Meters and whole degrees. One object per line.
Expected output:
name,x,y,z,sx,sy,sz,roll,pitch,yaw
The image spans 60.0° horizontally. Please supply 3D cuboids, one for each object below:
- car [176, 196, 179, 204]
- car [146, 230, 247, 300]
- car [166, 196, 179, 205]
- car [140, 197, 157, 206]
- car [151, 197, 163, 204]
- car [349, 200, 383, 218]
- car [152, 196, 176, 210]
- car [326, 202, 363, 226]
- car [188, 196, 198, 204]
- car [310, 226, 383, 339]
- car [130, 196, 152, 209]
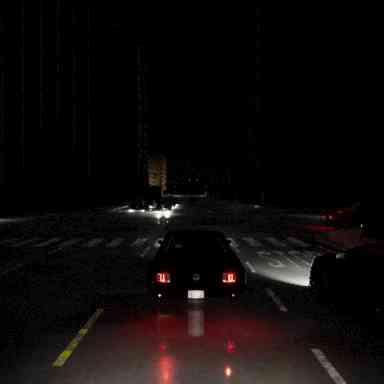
car,-3.563,1.564,51.808,1.994,1.385,4.181,0,0,0
car,0.068,1.601,8.357,1.895,1.301,4.718,0,0,0
car,-3.535,1.490,62.285,2.128,1.511,4.902,0,0,0
car,-7.063,1.547,54.450,2.033,1.411,5.357,0,0,0
car,-6.991,1.601,67.131,1.895,1.301,4.718,0,0,0
car,16.266,1.470,28.578,4.674,1.442,1.812,0,0,-1
car,-3.566,1.491,42.888,2.128,1.511,4.902,0,0,-1
car,11.218,1.422,21.391,5.008,1.535,1.882,0,-1,-9
car,0.127,1.547,65.806,2.033,1.411,5.357,0,0,0
car,3.600,1.564,5.738,1.994,1.385,4.181,0,0,0
car,-7.065,1.352,44.977,2.097,1.767,4.553,0,0,0
